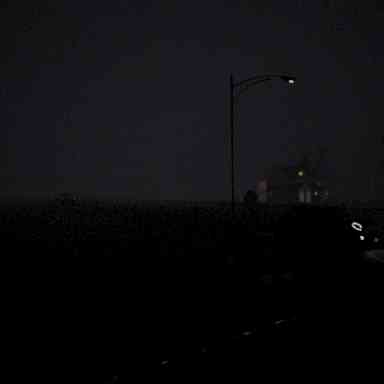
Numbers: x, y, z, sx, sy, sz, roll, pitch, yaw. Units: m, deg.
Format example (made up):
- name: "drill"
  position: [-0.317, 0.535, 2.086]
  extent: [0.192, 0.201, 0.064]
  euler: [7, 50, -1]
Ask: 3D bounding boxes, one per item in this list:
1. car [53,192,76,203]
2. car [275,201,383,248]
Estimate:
- name: "car"
  position: [-18.823, 1.007, 48.948]
  extent: [2.150, 2.045, 5.566]
  euler: [-1, 1, -36]
- name: "car"
  position: [6.108, 1.351, 15.236]
  extent: [2.097, 1.767, 4.553]
  euler: [-1, 1, -36]
